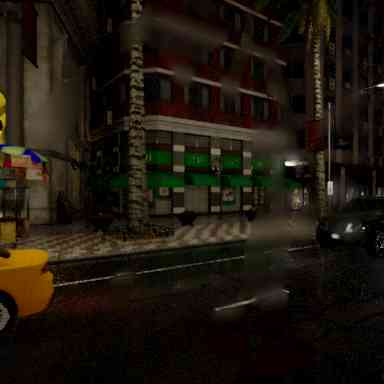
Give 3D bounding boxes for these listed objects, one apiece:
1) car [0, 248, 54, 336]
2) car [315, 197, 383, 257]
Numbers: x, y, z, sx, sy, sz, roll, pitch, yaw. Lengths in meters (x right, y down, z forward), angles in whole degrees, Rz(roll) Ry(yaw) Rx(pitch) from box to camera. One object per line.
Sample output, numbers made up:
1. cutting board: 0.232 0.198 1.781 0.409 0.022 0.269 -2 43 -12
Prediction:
1. car: -4.758 1.478 4.924 5.008 1.535 1.882 0 0 -35
2. car: 7.365 1.223 13.311 5.566 2.045 2.150 0 0 -34
